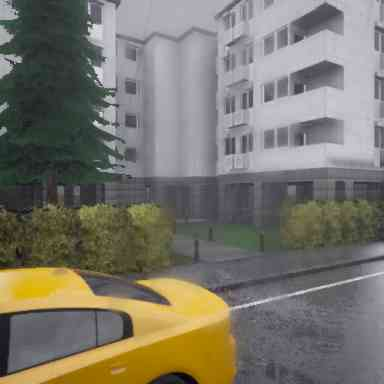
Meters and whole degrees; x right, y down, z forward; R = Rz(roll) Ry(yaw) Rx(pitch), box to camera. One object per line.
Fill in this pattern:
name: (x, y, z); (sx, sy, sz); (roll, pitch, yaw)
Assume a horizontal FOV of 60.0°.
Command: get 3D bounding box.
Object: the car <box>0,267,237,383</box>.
car: (-1.925, 1.478, 2.660); (5.008, 1.535, 1.882); (0, 0, -33)
